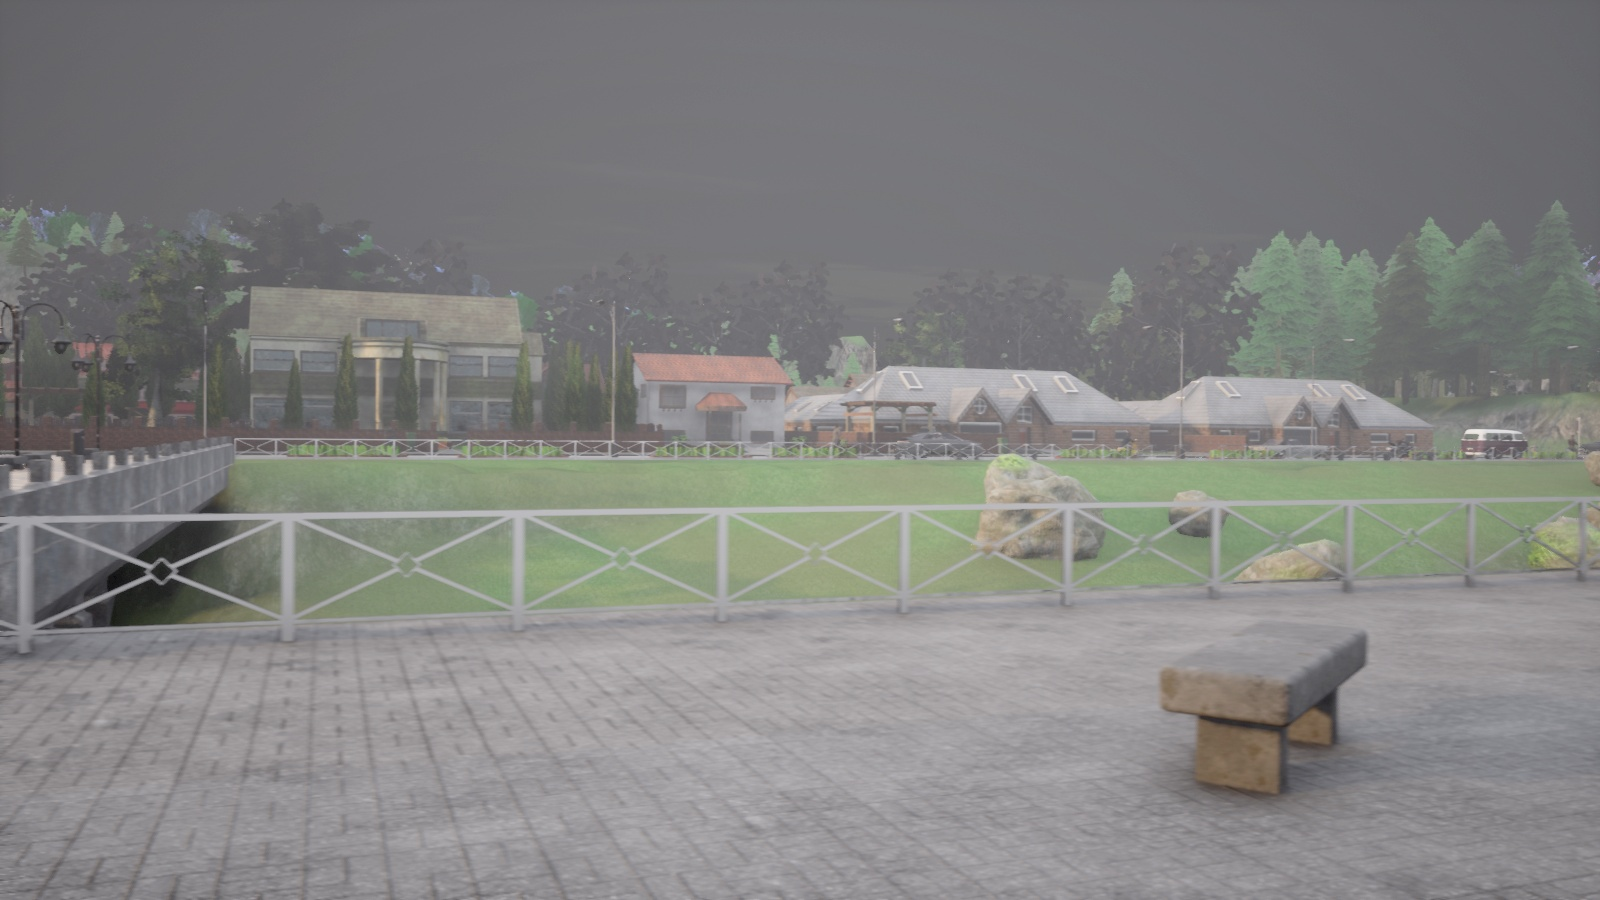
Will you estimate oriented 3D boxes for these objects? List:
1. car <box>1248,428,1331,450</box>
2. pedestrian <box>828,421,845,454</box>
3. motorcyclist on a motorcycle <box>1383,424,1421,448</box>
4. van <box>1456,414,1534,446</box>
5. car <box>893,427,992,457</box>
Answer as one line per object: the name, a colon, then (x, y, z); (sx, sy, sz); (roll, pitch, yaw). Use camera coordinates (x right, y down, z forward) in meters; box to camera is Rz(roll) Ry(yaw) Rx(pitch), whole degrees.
car: (29.942, -0.675, 76.821); (4.718, 1.301, 1.895); (-1, 1, -21)
pedestrian: (2.203, -0.753, 76.021); (0.873, 1.952, 0.659); (-1, 1, -18)
motorcyclist on a motorcycle: (38.350, -0.884, 80.011); (2.191, 1.530, 0.866); (-1, 1, -21)
van: (45.857, -1.323, 82.856); (4.480, 2.038, 2.069); (-1, 1, -21)
car: (7.755, -0.443, 68.402); (4.902, 1.511, 2.128); (-1, 1, -21)
